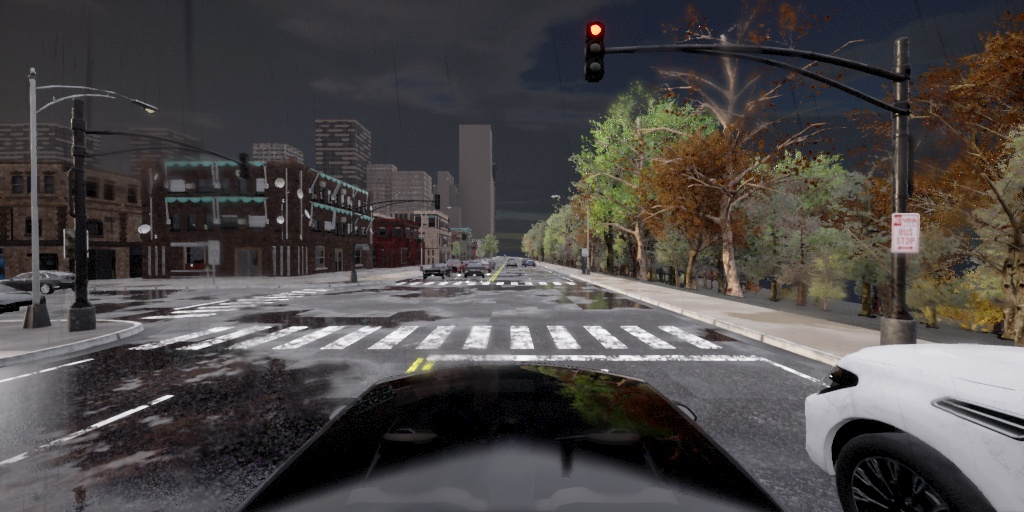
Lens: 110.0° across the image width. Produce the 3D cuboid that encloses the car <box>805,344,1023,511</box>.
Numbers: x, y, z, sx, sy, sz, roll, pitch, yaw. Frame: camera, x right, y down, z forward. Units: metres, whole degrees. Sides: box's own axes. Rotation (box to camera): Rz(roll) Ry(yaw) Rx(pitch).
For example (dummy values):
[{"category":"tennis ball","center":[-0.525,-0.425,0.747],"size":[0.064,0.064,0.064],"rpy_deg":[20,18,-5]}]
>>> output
[{"category":"car","center":[3.356,0.972,0.374],"size":[2.150,2.045,5.566],"rpy_deg":[0,0,0]}]

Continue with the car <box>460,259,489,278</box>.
[{"category":"car","center":[-3.446,1.287,33.865],"size":[2.033,1.411,5.357],"rpy_deg":[0,0,-4]}]

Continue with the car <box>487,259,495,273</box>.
[{"category":"car","center":[-3.434,1.261,43.328],"size":[1.812,1.442,4.674],"rpy_deg":[0,0,0]}]

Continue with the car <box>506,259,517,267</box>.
[{"category":"car","center":[-0.054,1.290,64.107],"size":[1.994,1.385,4.181],"rpy_deg":[0,0,0]}]

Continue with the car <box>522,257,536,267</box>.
[{"category":"car","center":[3.204,1.252,64.077],"size":[1.812,1.442,4.674],"rpy_deg":[0,0,0]}]

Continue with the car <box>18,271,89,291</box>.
[{"category":"car","center":[-28.326,1.560,21.616],"size":[4.403,1.370,2.007],"rpy_deg":[0,0,0]}]

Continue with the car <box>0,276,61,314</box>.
[{"category":"car","center":[-19.973,1.565,13.123],"size":[4.313,1.339,1.948],"rpy_deg":[0,0,0]}]

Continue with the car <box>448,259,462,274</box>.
[{"category":"car","center":[-6.681,1.089,41.560],"size":[2.097,1.767,4.553],"rpy_deg":[0,0,0]}]

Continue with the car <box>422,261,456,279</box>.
[{"category":"car","center":[-6.678,1.341,32.475],"size":[1.895,1.301,4.718],"rpy_deg":[0,0,0]}]
